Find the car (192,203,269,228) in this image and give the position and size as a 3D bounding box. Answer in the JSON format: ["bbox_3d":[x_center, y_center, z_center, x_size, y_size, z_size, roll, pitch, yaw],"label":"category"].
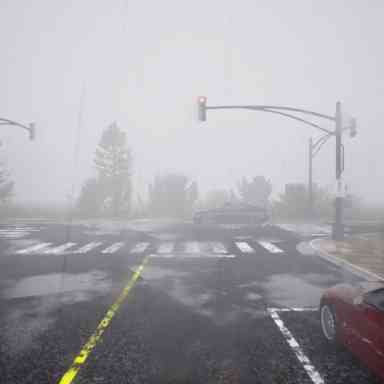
[{"bbox_3d":[2.464,1.461,21.480,4.902,1.511,2.128,0,1,-1],"label":"car"}]

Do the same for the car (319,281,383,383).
[{"bbox_3d":[2.813,1.581,3.545,1.802,1.307,4.206,-1,0,0],"label":"car"}]
